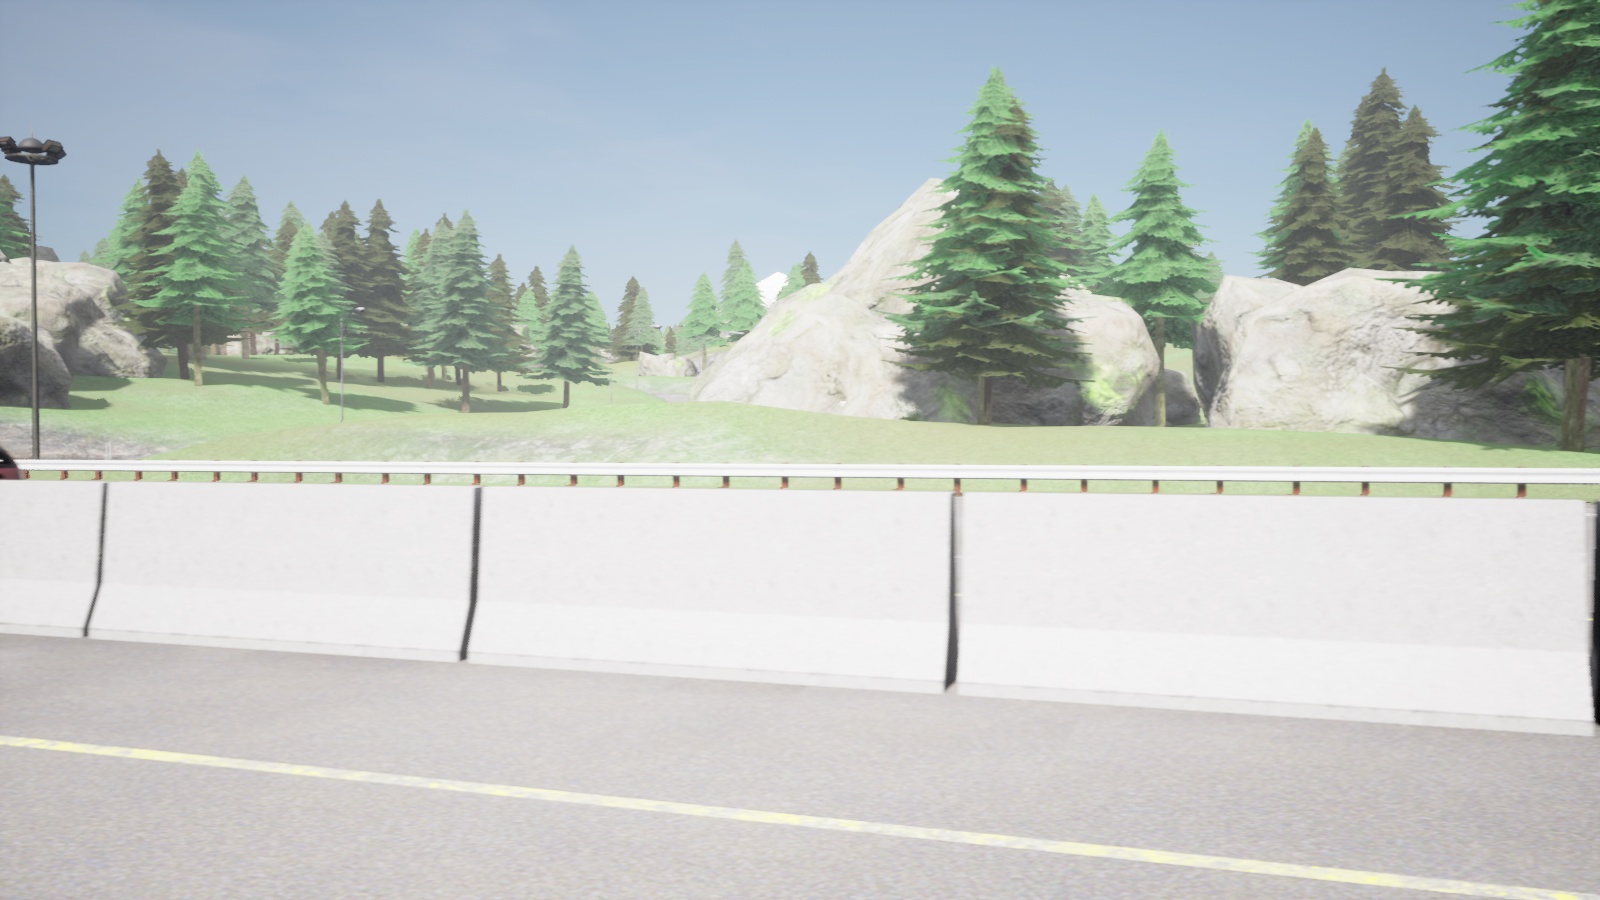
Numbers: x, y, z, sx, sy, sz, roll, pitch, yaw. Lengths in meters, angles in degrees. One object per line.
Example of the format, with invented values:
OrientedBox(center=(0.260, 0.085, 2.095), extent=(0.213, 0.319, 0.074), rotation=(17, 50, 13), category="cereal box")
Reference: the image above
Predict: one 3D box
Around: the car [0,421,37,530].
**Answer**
OrientedBox(center=(-13.837, 0.370, 18.924), extent=(3.988, 1.617, 1.851), rotation=(1, 1, 19), category="car")
